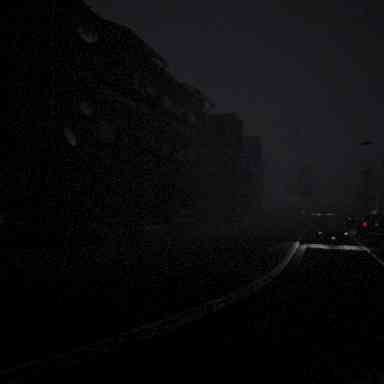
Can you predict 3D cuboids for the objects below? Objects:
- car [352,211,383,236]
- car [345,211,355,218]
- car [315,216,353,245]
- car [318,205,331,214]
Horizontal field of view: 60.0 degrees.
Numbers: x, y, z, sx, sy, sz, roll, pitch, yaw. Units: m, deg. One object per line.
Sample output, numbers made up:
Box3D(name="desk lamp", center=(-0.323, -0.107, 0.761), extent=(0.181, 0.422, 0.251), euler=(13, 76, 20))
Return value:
Box3D(name="car", center=(14.329, 2.586, 26.410), extent=(2.097, 1.767, 4.553), euler=(-1, -5, 21))
Box3D(name="car", center=(19.183, 3.039, 39.007), extent=(2.097, 1.767, 4.553), euler=(-1, -1, 21))
Box3D(name="car", center=(9.091, 2.523, 21.640), extent=(1.812, 1.442, 4.674), euler=(-1, -3, 21))
Box3D(name="car", center=(23.827, 3.083, 59.807), extent=(1.812, 1.442, 4.674), euler=(-1, 1, 22))
